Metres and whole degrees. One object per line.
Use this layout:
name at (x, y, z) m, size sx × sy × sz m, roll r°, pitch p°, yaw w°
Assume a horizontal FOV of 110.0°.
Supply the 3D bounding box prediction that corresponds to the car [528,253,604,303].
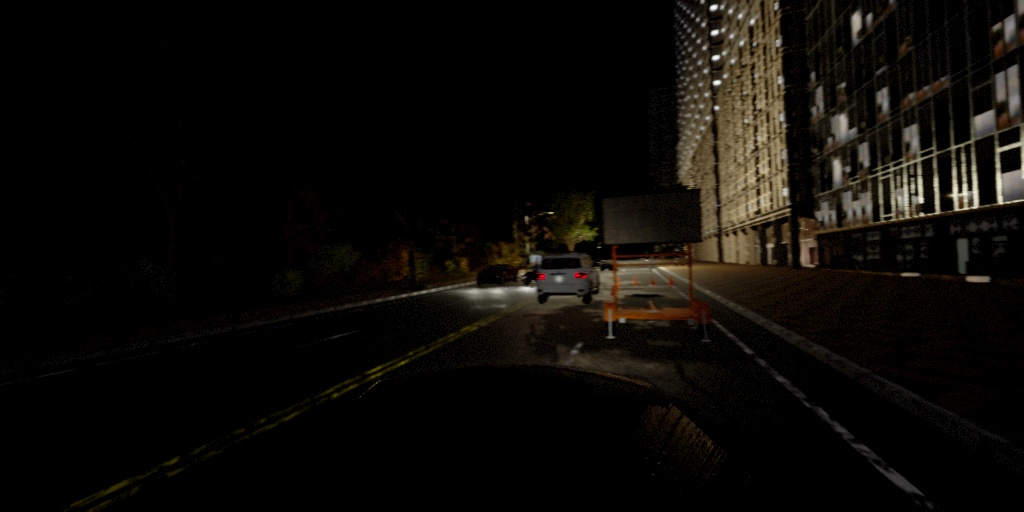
car at (2.670, 0.908, 16.277) m, size 2.150 × 2.045 × 5.566 m, roll -2°, pitch 0°, yaw 19°

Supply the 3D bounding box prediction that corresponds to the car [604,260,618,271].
car at (10.731, 1.102, 39.954) m, size 1.895 × 1.301 × 4.718 m, roll -2°, pitch 0°, yaw 19°

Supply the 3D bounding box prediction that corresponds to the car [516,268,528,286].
car at (2.260, 1.284, 25.744) m, size 2.033 × 1.411 × 5.357 m, roll -2°, pitch 0°, yaw 19°

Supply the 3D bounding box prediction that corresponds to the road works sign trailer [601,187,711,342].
road works sign trailer at (3.705, 0.094, 9.411) m, size 2.380 × 3.560 × 2.880 m, roll 0°, pitch 0°, yaw 19°

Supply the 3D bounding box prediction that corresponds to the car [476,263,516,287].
car at (-0.963, 1.333, 26.356) m, size 1.882 × 1.535 × 5.008 m, roll -2°, pitch 0°, yaw 19°
